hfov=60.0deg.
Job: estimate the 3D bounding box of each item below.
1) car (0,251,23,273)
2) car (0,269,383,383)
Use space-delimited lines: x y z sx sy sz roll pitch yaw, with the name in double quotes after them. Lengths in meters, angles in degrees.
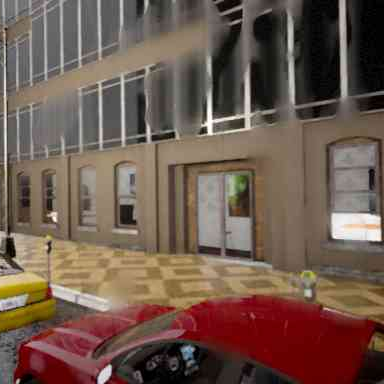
-4.413 1.517 5.995 4.829 1.417 1.752 0 -1 35 "car"
0.366 1.544 2.591 4.507 1.381 1.887 0 -1 35 "car"
